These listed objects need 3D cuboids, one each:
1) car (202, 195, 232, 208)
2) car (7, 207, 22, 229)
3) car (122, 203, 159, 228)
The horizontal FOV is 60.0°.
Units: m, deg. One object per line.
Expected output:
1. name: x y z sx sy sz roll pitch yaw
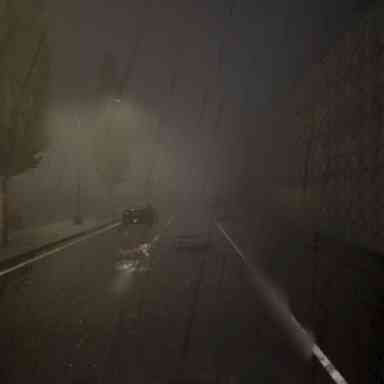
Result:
1. car: 3.377 1.197 43.851 2.097 1.767 4.553 -1 0 39
2. car: -11.476 1.524 18.910 1.812 1.442 4.674 0 0 0
3. car: -3.358 1.494 22.178 2.128 1.511 4.902 0 0 0
